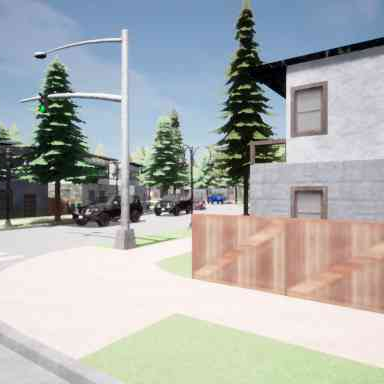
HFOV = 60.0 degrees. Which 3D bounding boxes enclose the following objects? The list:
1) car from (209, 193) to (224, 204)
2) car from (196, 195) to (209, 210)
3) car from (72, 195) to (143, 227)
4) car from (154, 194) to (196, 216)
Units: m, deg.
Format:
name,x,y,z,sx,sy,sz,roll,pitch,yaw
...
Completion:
name,x,y,z,sx,sy,sz,roll,pitch,yaw
car,4.266,1.202,60.854,2.150,2.045,5.566,0,0,-9
car,0.510,1.333,42.070,2.097,1.767,4.553,0,0,9
car,-5.640,1.202,23.094,2.150,2.045,5.566,0,0,27
car,-1.747,1.202,32.471,2.150,2.045,5.566,0,0,18
